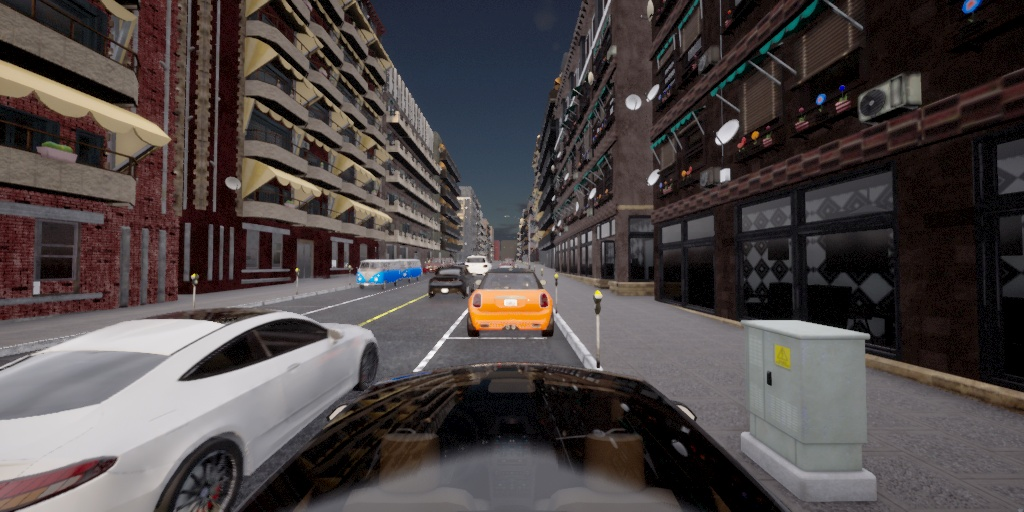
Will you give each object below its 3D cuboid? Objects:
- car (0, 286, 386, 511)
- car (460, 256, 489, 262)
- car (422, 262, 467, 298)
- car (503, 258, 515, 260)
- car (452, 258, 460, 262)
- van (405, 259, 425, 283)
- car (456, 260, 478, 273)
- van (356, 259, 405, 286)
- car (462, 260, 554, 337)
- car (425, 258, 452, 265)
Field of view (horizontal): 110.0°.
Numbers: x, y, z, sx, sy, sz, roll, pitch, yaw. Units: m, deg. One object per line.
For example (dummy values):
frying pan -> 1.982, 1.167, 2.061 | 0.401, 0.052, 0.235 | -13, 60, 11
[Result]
car -> -3.021, 1.276, 3.794 | 1.812, 1.442, 4.674 | 0, 0, 0
car -> -3.012, 1.010, 32.631 | 2.150, 2.045, 5.566 | 0, 0, 0
car -> -3.001, 1.270, 18.530 | 1.837, 1.490, 4.892 | 0, 1, 0
car -> -0.445, 1.240, 39.134 | 1.967, 1.591, 4.097 | 0, 0, 0
car -> -8.335, 1.128, 44.724 | 2.192, 1.841, 5.009 | 0, 0, 0
van -> -8.335, 1.118, 28.134 | 1.690, 1.789, 3.998 | 0, 0, 0
car -> -5.790, 1.311, 46.608 | 2.128, 1.511, 4.902 | 0, 0, 0
van -> -8.335, 1.108, 22.603 | 1.690, 1.789, 3.998 | 0, 0, 0
car -> -0.033, 1.108, 10.473 | 2.097, 1.767, 4.553 | 0, 0, 0
car -> -8.335, 1.115, 39.194 | 2.192, 1.841, 5.009 | 0, 0, 0
